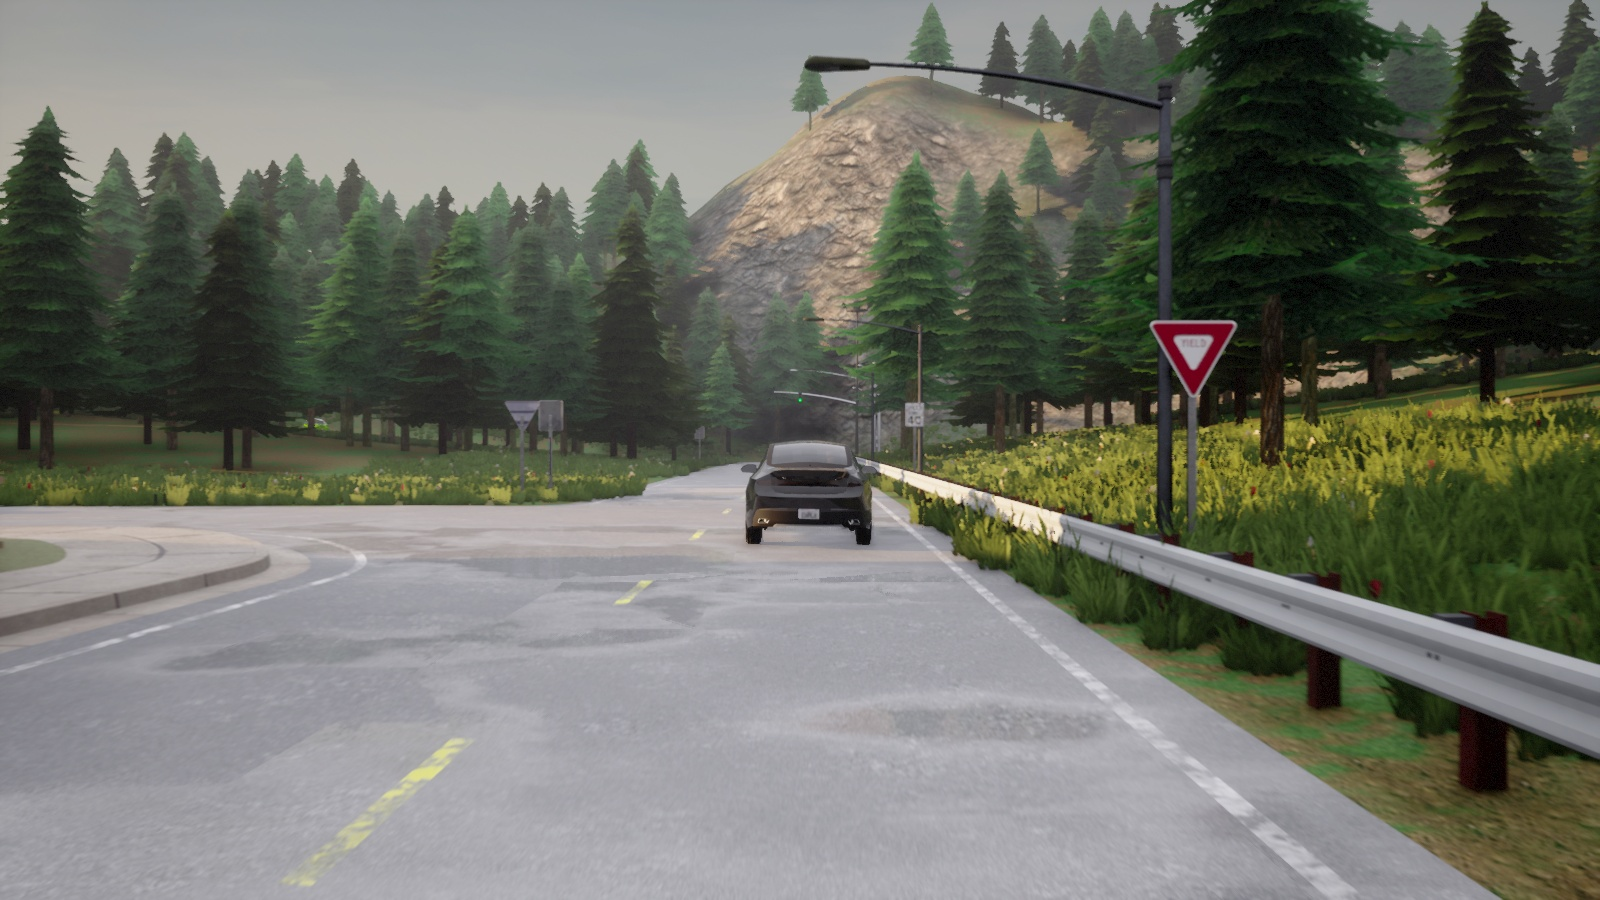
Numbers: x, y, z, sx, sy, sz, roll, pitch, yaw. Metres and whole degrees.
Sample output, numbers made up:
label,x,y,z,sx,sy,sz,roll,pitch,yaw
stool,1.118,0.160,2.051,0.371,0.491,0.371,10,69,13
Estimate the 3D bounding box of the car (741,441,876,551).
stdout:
label,x,y,z,sx,sy,sz,roll,pitch,yaw
car,0.130,0.619,19.799,1.837,1.490,4.892,1,0,0
